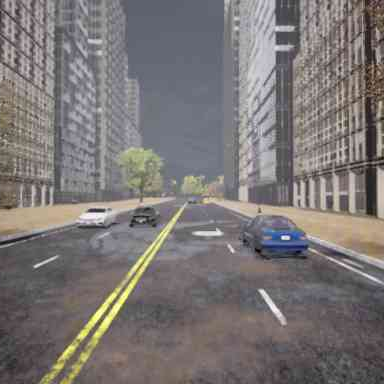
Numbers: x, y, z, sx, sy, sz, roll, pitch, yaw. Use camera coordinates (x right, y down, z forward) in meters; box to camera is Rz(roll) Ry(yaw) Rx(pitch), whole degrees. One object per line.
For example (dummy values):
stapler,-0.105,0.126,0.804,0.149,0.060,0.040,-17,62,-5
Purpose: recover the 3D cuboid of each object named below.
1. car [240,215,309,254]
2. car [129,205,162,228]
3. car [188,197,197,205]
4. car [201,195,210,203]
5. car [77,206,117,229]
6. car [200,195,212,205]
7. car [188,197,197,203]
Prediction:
car,3.264,1.672,14.109,2.033,1.411,5.357,0,0,0
car,-3.259,1.694,23.826,1.837,1.490,4.892,0,-1,1
car,0.089,2.154,74.707,1.994,1.385,4.181,0,0,0
car,3.353,1.809,84.706,2.150,2.045,5.566,0,0,0
car,-6.514,1.702,23.339,1.812,1.442,4.674,0,-1,1
car,3.340,2.099,74.562,1.882,1.535,5.008,0,0,0
car,0.102,2.090,84.679,2.128,1.511,4.902,0,0,0
